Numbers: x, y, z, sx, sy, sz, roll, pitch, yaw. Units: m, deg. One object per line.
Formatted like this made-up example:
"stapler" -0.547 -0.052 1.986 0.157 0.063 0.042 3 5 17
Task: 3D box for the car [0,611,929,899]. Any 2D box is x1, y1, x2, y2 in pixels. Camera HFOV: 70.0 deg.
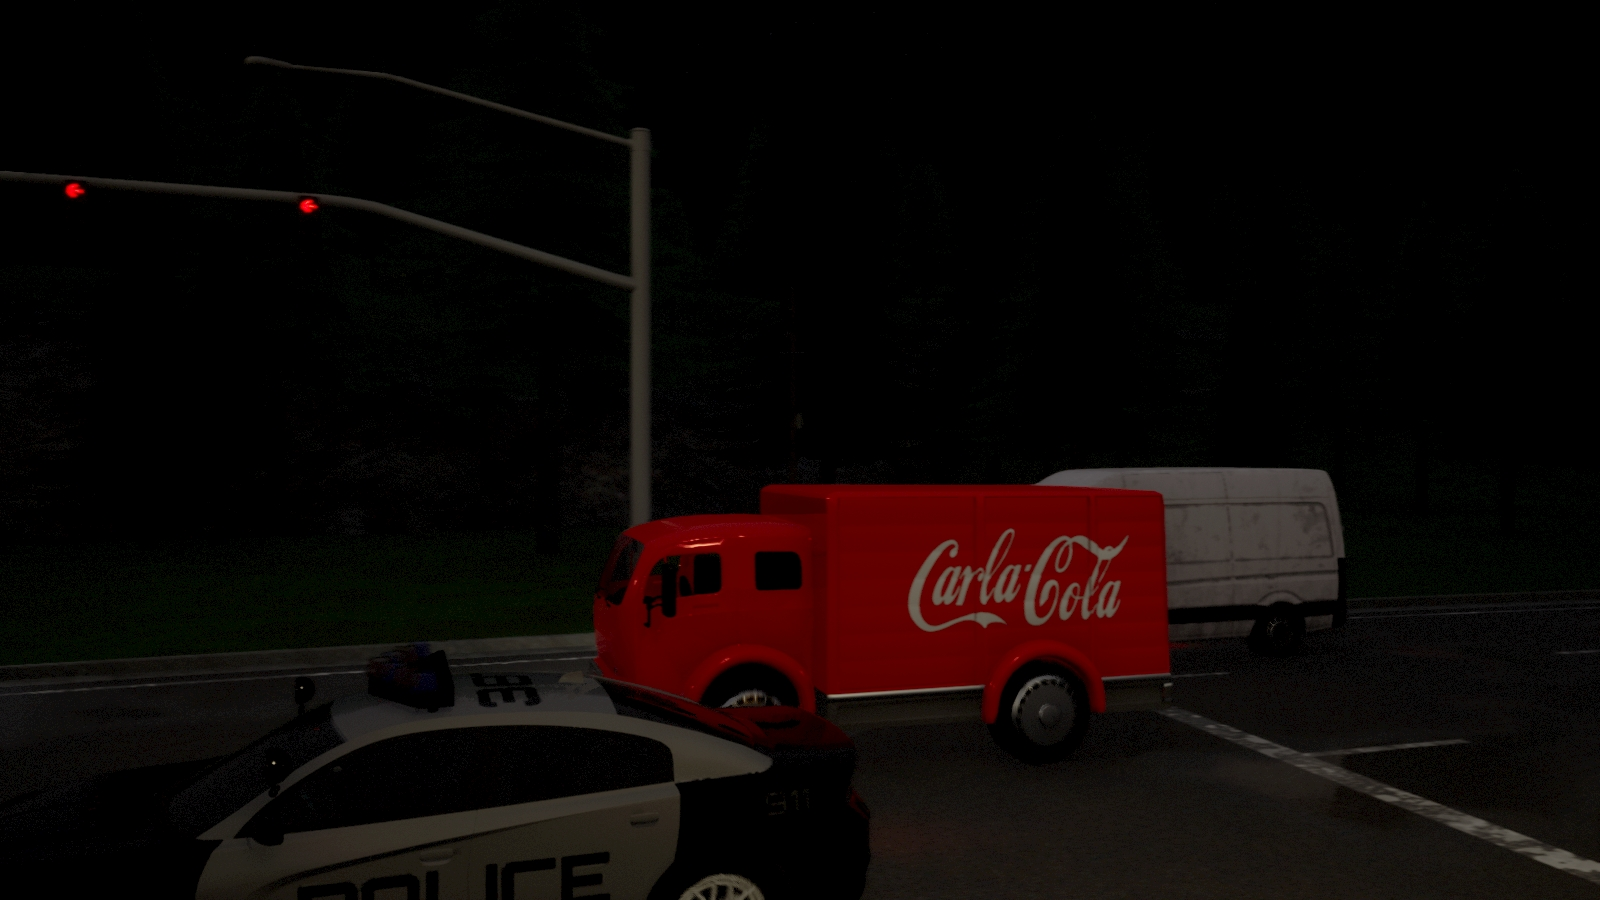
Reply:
"car" -2.110 1.981 6.361 5.238 1.638 2.097 0 0 -20

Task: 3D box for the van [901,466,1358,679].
"van" 4.535 1.531 15.810 5.915 2.561 1.988 0 0 -16

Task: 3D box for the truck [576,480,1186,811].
"truck" 0.656 1.568 10.911 5.204 2.467 2.627 0 0 -18
